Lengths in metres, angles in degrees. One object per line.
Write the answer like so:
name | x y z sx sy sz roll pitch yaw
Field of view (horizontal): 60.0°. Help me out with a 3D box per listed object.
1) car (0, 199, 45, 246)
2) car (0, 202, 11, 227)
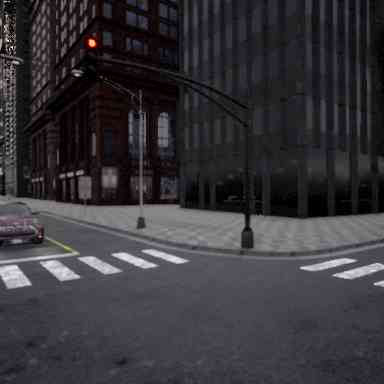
car | -7.752 1.210 14.083 2.097 1.767 4.553 0 1 -36
car | -13.025 1.384 21.382 1.895 1.301 4.718 0 1 -36
